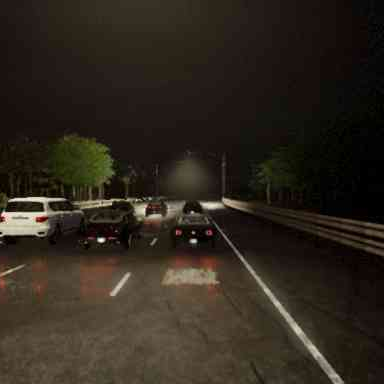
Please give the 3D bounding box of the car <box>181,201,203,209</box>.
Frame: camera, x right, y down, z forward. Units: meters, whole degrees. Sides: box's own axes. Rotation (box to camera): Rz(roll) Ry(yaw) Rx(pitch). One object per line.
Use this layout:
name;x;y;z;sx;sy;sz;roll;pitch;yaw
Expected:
car;0.040;1.653;33.083;1.837;1.490;4.892;0;0;0

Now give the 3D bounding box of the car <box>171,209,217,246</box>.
car;0.061;1.672;15.510;1.895;1.301;4.718;0;0;0

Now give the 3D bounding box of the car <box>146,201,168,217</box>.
car;-3.459;1.639;33.012;2.128;1.511;4.902;0;0;0

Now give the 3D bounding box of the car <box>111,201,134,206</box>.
car;-6.959;1.653;33.096;1.837;1.490;4.892;0;0;0

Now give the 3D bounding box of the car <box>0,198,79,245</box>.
car;-6.929;1.295;16.095;2.150;2.045;5.566;0;0;0

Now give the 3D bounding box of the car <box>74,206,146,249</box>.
car;-3.429;1.574;14.960;1.837;1.490;4.892;0;0;0
